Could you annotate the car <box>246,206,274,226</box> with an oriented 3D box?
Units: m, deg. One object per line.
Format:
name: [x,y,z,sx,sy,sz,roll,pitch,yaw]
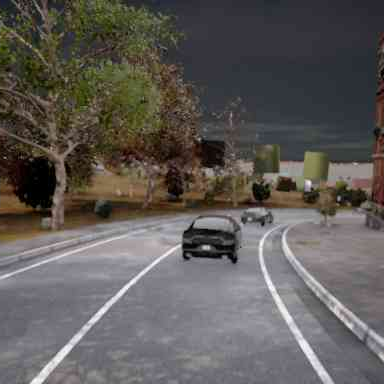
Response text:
car: [5.255,1.885,26.706,1.812,1.442,4.674,3,0,25]

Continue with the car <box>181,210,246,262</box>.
car: [0.926,1.615,12.873,1.882,1.535,5.008,1,0,11]

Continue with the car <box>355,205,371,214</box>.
car: [31.921,3.189,61.351,4.902,1.511,2.128,3,2,-40]
